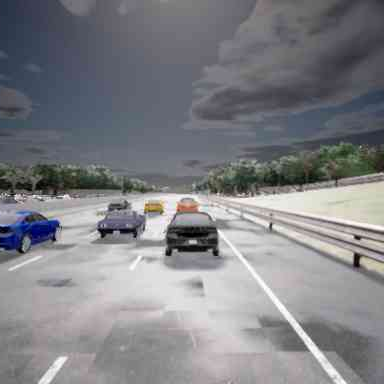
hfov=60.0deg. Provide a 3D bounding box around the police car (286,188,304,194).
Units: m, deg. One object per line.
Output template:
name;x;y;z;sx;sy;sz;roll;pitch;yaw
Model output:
police car;22.695;0.020;74.022;2.038;1.542;4.974;0;-4;-15

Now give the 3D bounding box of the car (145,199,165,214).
car;-4.027;1.493;36.164;1.882;1.535;5.008;0;0;-1

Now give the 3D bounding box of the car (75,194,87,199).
car;-26.150;1.065;78.351;1.882;1.535;5.008;0;0;-1

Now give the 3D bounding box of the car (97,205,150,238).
car;-3.598;1.616;17.919;1.895;1.301;4.718;0;0;-1

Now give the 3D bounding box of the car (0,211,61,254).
car;-7.017;1.489;13.574;1.882;1.535;5.008;0;0;-1

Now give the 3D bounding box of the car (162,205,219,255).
car;-0.013;1.491;13.400;1.882;1.535;5.008;0;0;-1

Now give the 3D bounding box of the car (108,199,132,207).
car;-7.493;1.519;34.726;1.837;1.490;4.892;0;0;-1

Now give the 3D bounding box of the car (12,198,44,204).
car;-18.271;1.535;38.286;1.812;1.442;4.674;0;0;-1

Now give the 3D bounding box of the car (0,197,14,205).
car;-21.761;1.360;37.877;2.097;1.767;4.553;0;0;-1

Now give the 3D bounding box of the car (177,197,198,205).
car;-0.483;1.369;34.355;2.097;1.767;4.553;0;0;-1
